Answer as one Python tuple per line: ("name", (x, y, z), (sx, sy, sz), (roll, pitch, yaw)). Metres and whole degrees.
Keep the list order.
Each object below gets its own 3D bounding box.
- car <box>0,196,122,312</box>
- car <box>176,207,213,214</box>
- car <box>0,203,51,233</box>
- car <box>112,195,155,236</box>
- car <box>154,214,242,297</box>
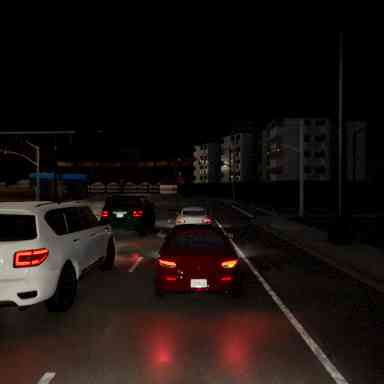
("car", (-3.383, 1.217, 7.818), (2.150, 2.045, 5.566), (0, 0, 0))
("car", (0.115, 1.490, 17.547), (1.812, 1.442, 4.674), (0, 0, 1))
("car", (-10.459, 1.474, 20.231), (1.812, 1.442, 4.674), (0, 0, 0))
("car", (-3.352, 1.179, 18.177), (2.150, 2.045, 5.566), (0, 0, 0))
("car", (0.120, 1.521, 8.460), (1.812, 1.442, 4.674), (0, 0, 0))
